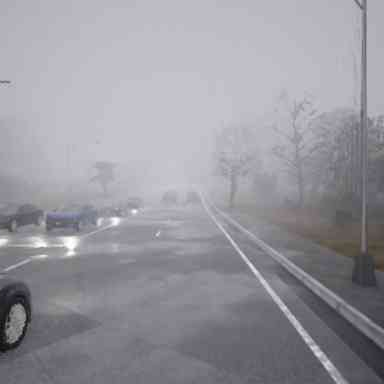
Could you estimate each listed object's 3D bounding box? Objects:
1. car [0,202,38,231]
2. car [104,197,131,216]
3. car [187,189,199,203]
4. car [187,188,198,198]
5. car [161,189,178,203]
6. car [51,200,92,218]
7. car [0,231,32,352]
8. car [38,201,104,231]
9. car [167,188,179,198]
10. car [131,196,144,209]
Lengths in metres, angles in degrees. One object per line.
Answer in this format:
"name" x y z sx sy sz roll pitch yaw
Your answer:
"car" -10.588 1.382 19.739 1.882 1.535 5.008 0 0 0
"car" -7.079 1.379 30.252 1.812 1.442 4.674 0 0 0
"car" 0.132 0.766 49.386 2.128 1.511 4.902 0 3 0
"car" 0.039 0.167 59.749 1.882 1.535 5.008 0 3 0
"car" -3.370 0.598 49.892 2.097 1.767 4.553 0 3 0
"car" -10.581 1.458 29.536 1.895 1.301 4.718 0 0 0
"car" -3.395 1.491 3.233 1.837 1.490 4.892 0 1 0
"car" -7.087 1.380 20.112 1.882 1.535 5.008 0 0 0
"car" -3.456 0.156 59.941 1.882 1.535 5.008 0 3 0
"car" -7.065 1.248 40.513 2.033 1.411 5.357 0 2 0
